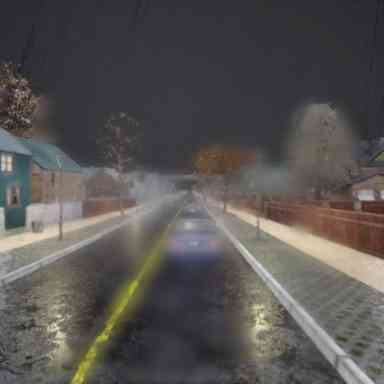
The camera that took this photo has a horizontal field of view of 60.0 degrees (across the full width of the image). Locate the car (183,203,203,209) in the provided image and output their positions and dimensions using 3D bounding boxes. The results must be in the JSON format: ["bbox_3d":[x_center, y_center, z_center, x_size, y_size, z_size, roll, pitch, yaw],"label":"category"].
[{"bbox_3d":[0.101,1.673,31.045,1.994,1.385,4.181,0,0,0],"label":"car"}]

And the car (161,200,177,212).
[{"bbox_3d":[-2.821,1.696,41.830,2.033,1.411,5.357,0,0,0],"label":"car"}]

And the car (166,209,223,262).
[{"bbox_3d":[0.091,1.590,12.214,2.033,1.411,5.357,0,0,0],"label":"car"}]
